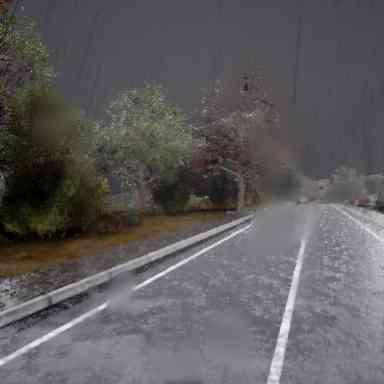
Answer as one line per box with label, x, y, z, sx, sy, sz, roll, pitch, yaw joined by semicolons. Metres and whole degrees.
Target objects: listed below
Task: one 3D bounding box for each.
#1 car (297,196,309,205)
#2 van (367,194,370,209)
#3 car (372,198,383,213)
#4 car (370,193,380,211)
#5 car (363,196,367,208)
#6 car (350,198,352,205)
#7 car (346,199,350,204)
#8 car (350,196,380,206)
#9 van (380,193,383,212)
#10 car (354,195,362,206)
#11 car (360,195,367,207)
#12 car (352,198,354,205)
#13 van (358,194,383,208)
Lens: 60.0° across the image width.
car;19.448;1.468;57.993;2.128;1.511;4.902;1;0;21
van;22.777;1.234;37.780;4.442;1.987;1.878;1;0;21
car;21.932;1.463;35.123;4.792;1.488;2.163;1;0;21
car;20.969;1.168;32.545;5.566;2.045;2.435;1;1;21
car;23.857;1.531;40.336;4.674;1.452;2.002;1;0;21
car;29.729;1.697;55.923;4.792;1.488;2.163;1;0;21
car;30.655;1.445;58.544;5.566;2.045;2.435;1;0;21
car;31.681;1.604;61.118;4.553;1.767;2.185;1;0;21
van;19.858;1.206;29.997;4.442;1.987;1.878;1;1;21
car;26.784;1.579;48.134;5.008;1.535;2.097;1;0;21
car;24.802;1.550;42.949;4.792;1.488;2.163;1;0;21
car;28.729;1.678;53.334;4.674;1.452;2.002;1;0;21
van;27.867;1.385;50.695;4.442;1.987;1.878;1;0;21
